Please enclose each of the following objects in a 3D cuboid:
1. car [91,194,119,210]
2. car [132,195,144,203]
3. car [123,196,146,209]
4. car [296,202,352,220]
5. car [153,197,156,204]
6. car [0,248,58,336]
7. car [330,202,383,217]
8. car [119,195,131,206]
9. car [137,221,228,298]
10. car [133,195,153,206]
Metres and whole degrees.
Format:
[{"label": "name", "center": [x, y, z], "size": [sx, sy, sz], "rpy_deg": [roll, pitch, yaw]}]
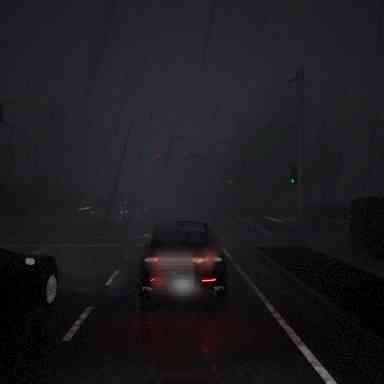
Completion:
[{"label": "car", "center": [-11.435, 1.221, 43.420], "size": [2.150, 2.045, 5.566], "rpy_deg": [0, 0, -2]}, {"label": "car", "center": [-11.840, 1.478, 73.229], "size": [1.882, 1.535, 5.008], "rpy_deg": [0, 0, -1]}, {"label": "car", "center": [-7.977, 1.601, 46.483], "size": [1.895, 1.301, 4.718], "rpy_deg": [0, 0, -1]}, {"label": "car", "center": [11.395, 1.547, 27.211], "size": [5.357, 1.411, 2.033], "rpy_deg": [0, 0, 0]}, {"label": "car", "center": [-8.234, 1.526, 65.072], "size": [1.812, 1.442, 4.674], "rpy_deg": [0, 0, -1]}, {"label": "car", "center": [-3.612, 1.478, 4.854], "size": [1.882, 1.535, 5.008], "rpy_deg": [0, 0, -2]}, {"label": "car", "center": [15.467, 1.601, 30.676], "size": [4.718, 1.301, 1.895], "rpy_deg": [0, 0, 0]}, {"label": "car", "center": [-11.587, 1.505, 53.248], "size": [1.837, 1.490, 4.892], "rpy_deg": [0, 0, -1]}, {"label": "car", "center": [-0.245, 1.492, 8.518], "size": [2.128, 1.511, 4.902], "rpy_deg": [0, 0, -2]}, {"label": "car", "center": [-8.115, 1.564, 55.250], "size": [1.994, 1.385, 4.181], "rpy_deg": [0, 0, -1]}]
